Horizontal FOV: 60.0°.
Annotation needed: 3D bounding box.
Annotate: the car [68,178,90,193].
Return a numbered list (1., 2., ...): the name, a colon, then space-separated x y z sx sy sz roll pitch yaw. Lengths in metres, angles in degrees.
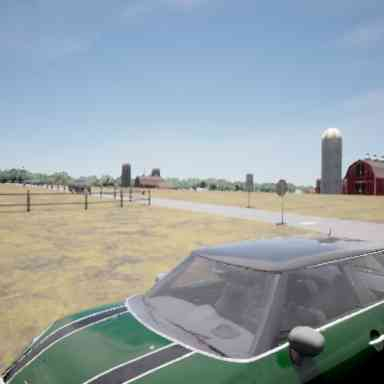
1. car: -17.245 -1.016 50.900 2.150 2.045 5.566 1 2 -36

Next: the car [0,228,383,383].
1. car: 0.580 1.341 3.360 4.553 1.767 2.097 0 0 -35
